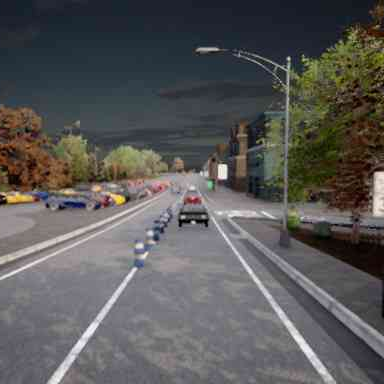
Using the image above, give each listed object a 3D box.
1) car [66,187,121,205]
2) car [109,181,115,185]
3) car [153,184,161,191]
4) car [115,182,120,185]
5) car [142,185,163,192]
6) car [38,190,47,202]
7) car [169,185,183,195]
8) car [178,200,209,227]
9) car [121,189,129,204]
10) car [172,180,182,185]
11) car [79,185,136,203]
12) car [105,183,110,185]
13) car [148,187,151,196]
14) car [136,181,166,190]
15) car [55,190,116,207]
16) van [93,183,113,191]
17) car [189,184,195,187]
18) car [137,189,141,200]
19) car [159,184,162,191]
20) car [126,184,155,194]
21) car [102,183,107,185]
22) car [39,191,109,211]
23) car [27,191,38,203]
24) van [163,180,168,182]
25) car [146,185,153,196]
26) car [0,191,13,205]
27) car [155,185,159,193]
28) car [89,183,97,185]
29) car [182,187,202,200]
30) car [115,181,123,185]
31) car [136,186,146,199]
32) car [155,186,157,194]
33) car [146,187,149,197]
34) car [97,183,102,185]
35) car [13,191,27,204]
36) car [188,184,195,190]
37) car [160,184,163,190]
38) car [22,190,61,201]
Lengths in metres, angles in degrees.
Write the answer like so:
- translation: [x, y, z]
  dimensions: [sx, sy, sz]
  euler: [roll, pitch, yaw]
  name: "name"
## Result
- translation: [-10.069, 0.669, 34.164]
  dimensions: [4.553, 1.767, 2.185]
  euler: [0, 1, 0]
  name: "car"
- translation: [-22.688, -1.161, 81.557]
  dimensions: [5.566, 2.045, 2.435]
  euler: [0, 3, 0]
  name: "car"
- translation: [-9.726, -0.293, 70.377]
  dimensions: [5.008, 1.535, 2.097]
  euler: [0, 3, 0]
  name: "car"
- translation: [-22.648, -1.342, 89.915]
  dimensions: [4.674, 1.452, 2.002]
  euler: [0, 3, 0]
  name: "car"
- translation: [-9.632, -0.904, 81.499]
  dimensions: [5.008, 1.535, 2.097]
  euler: [0, 3, 0]
  name: "car"
- translation: [-22.996, 0.657, 45.235]
  dimensions: [4.792, 1.488, 2.163]
  euler: [0, 1, 0]
  name: "car"
- translation: [-3.300, -0.207, 68.245]
  dimensions: [1.812, 1.442, 4.674]
  euler: [0, 3, 0]
  name: "car"
- translation: [0.084, 1.459, 21.778]
  dimensions: [1.895, 1.301, 4.718]
  euler: [0, 1, 0]
  name: "car"
- translation: [-10.009, 0.769, 36.943]
  dimensions: [5.008, 1.535, 2.097]
  euler: [0, 1, 0]
  name: "car"
- translation: [-3.281, -1.376, 84.033]
  dimensions: [2.097, 1.767, 4.553]
  euler: [0, 3, 0]
  name: "car"
- translation: [-10.019, 0.482, 39.734]
  dimensions: [5.566, 2.045, 2.435]
  euler: [0, 1, 0]
  name: "car"
- translation: [-22.926, -0.756, 78.793]
  dimensions: [5.366, 1.575, 1.946]
  euler: [0, 3, 0]
  name: "car"
- translation: [-9.878, 0.336, 56.458]
  dimensions: [4.792, 1.488, 2.163]
  euler: [0, 2, 0]
  name: "car"
- translation: [-9.689, -0.998, 78.707]
  dimensions: [5.566, 2.045, 2.435]
  euler: [0, 3, 0]
  name: "car"
- translation: [-10.091, 0.844, 31.379]
  dimensions: [4.792, 1.488, 2.163]
  euler: [0, 0, 0]
  name: "car"
- translation: [-22.577, -1.293, 84.339]
  dimensions: [4.442, 1.987, 1.878]
  euler: [0, 3, 0]
  name: "van"
- translation: [-0.038, -0.813, 79.796]
  dimensions: [1.812, 1.442, 4.674]
  euler: [0, 3, 0]
  name: "car"
- translation: [-9.915, 0.662, 45.305]
  dimensions: [4.792, 1.488, 2.163]
  euler: [0, 1, 0]
  name: "car"
- translation: [-9.678, -0.408, 73.162]
  dimensions: [4.792, 1.488, 2.163]
  euler: [0, 3, 0]
  name: "car"
- translation: [-9.833, -0.033, 62.016]
  dimensions: [4.553, 1.767, 2.185]
  euler: [0, 2, 0]
  name: "car"
- translation: [-22.760, -0.589, 75.888]
  dimensions: [5.008, 1.535, 2.097]
  euler: [0, 3, 0]
  name: "car"
- translation: [-10.056, 0.863, 28.595]
  dimensions: [4.792, 1.488, 2.163]
  euler: [0, 0, 0]
  name: "car"
- translation: [-23.233, 0.677, 42.581]
  dimensions: [5.366, 1.575, 1.946]
  euler: [0, 1, 0]
  name: "car"
- translation: [-9.659, -1.758, 92.603]
  dimensions: [4.442, 1.987, 1.878]
  euler: [0, 3, 0]
  name: "van"
- translation: [-9.857, 0.079, 59.238]
  dimensions: [4.553, 1.767, 2.185]
  euler: [0, 2, 0]
  name: "car"
- translation: [-23.123, 0.791, 36.993]
  dimensions: [4.792, 1.488, 2.163]
  euler: [0, 1, 1]
  name: "car"
- translation: [-9.749, -0.156, 67.591]
  dimensions: [5.008, 1.535, 2.097]
  euler: [0, 3, 0]
  name: "car"
- translation: [-22.864, -0.408, 67.520]
  dimensions: [5.566, 2.045, 2.435]
  euler: [0, 3, 0]
  name: "car"
- translation: [0.070, 0.671, 39.626]
  dimensions: [2.097, 1.767, 4.553]
  euler: [0, 2, 0]
  name: "car"
- translation: [-22.628, -1.540, 92.693]
  dimensions: [5.008, 1.535, 2.097]
  euler: [0, 3, 0]
  name: "car"
- translation: [-9.865, 0.361, 50.881]
  dimensions: [4.553, 1.767, 2.185]
  euler: [0, 2, 0]
  name: "car"
- translation: [-9.781, 0.012, 64.807]
  dimensions: [4.674, 1.452, 2.002]
  euler: [0, 3, 0]
  name: "car"
- translation: [-9.844, 0.430, 53.672]
  dimensions: [4.792, 1.488, 2.163]
  euler: [0, 2, 0]
  name: "car"
- translation: [-22.820, -0.562, 73.100]
  dimensions: [4.553, 1.767, 2.185]
  euler: [0, 3, 0]
  name: "car"
- translation: [-23.256, 0.722, 39.786]
  dimensions: [5.366, 1.575, 1.946]
  euler: [0, 1, 0]
  name: "car"
- translation: [-0.019, -1.486, 89.810]
  dimensions: [1.812, 1.442, 4.674]
  euler: [0, 3, 0]
  name: "car"
- translation: [-9.681, -0.550, 75.944]
  dimensions: [4.674, 1.452, 2.002]
  euler: [0, 3, 0]
  name: "car"
- translation: [-22.972, 0.483, 50.814]
  dimensions: [5.008, 1.535, 2.097]
  euler: [0, 2, 0]
  name: "car"
